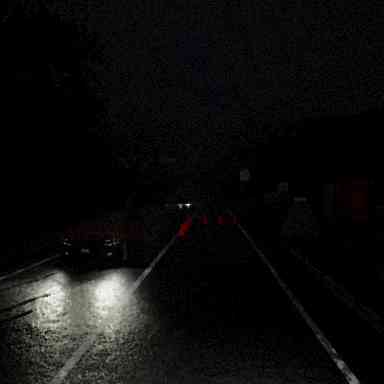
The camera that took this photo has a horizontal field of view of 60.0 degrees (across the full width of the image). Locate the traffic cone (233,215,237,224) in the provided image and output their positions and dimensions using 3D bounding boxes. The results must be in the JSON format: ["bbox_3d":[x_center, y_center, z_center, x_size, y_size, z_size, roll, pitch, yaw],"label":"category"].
[{"bbox_3d":[2.863,1.858,22.272,0.340,0.580,0.340,0,0,10],"label":"traffic cone"}]

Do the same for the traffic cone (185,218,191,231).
[{"bbox_3d":[-0.362,1.864,18.355,0.340,0.580,0.340,0,0,4],"label":"traffic cone"}]

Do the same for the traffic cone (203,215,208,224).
[{"bbox_3d":[0.900,1.849,22.272,0.340,0.580,0.340,0,0,4],"label":"traffic cone"}]

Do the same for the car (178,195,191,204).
[{"bbox_3d":[-1.300,1.282,56.089,2.033,1.411,5.357,0,0,-3],"label":"car"}]

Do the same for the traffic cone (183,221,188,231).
[{"bbox_3d":[-0.496,1.874,16.359,0.340,0.580,0.340,0,0,4],"label":"traffic cone"}]

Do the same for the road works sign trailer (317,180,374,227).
[{"bbox_3d":[7.918,0.511,18.580,3.560,2.380,2.880,-5,7,-42],"label":"road works sign trailer"}]

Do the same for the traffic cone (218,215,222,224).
[{"bbox_3d":[1.890,1.854,22.205,0.340,0.580,0.340,0,0,4],"label":"traffic cone"}]

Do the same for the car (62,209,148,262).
[{"bbox_3d":[-2.905,1.409,12.051,1.882,1.535,5.008,0,0,4],"label":"car"}]
